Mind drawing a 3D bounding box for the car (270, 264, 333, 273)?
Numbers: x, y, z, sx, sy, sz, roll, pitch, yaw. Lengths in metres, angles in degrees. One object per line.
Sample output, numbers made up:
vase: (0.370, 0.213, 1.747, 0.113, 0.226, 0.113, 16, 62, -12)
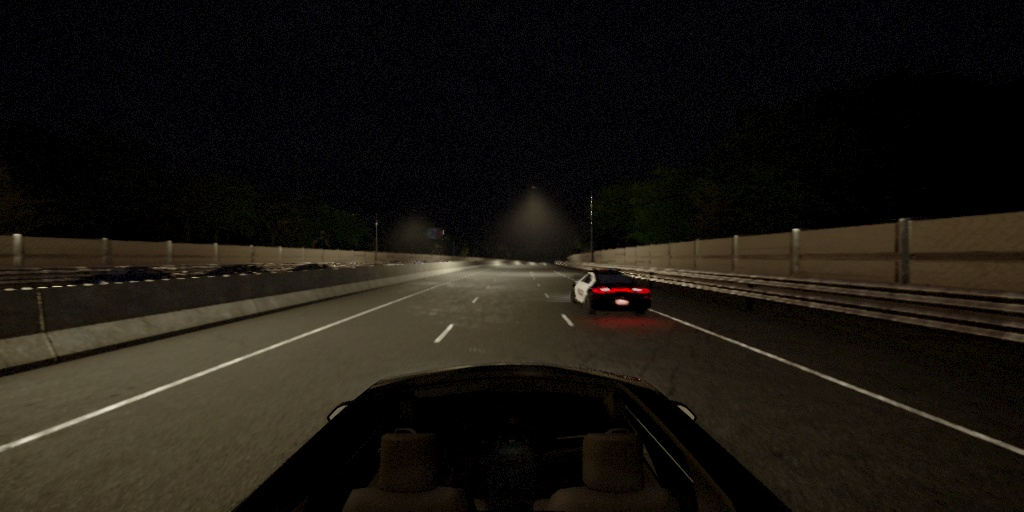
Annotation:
car: (-13.916, 1.309, 24.764, 1.837, 1.490, 4.892, 0, -1, 1)

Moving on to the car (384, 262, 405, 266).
car: (-19.747, 1.609, 60.321, 1.895, 1.301, 4.718, 0, 0, 3)

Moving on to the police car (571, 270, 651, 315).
police car: (3.540, 1.307, 13.856, 2.038, 1.542, 4.974, 0, 0, 1)

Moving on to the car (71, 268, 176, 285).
car: (-20.997, 1.324, 19.623, 1.994, 1.385, 4.181, 0, 0, 1)

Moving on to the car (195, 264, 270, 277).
car: (-17.453, 1.289, 22.630, 1.837, 1.490, 4.892, 0, -1, 1)
